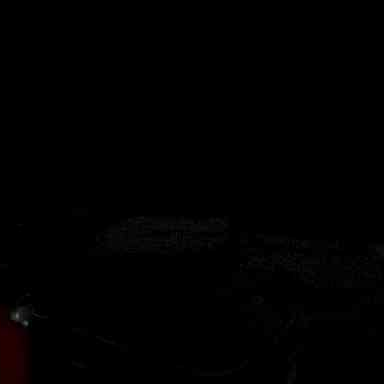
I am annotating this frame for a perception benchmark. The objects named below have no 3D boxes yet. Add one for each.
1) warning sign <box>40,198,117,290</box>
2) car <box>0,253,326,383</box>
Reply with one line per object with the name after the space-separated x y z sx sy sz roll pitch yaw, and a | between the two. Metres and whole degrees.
-2.606 1.081 7.690 1.060 1.860 1.300 0 0 36 | warning sign
-0.816 1.426 3.679 4.097 1.590 1.967 0 0 36 | car
